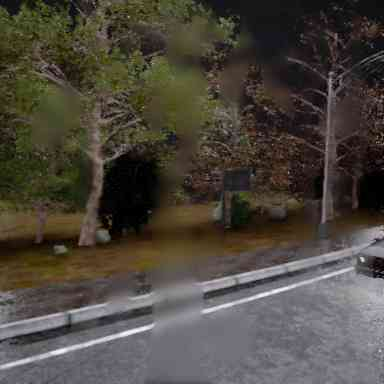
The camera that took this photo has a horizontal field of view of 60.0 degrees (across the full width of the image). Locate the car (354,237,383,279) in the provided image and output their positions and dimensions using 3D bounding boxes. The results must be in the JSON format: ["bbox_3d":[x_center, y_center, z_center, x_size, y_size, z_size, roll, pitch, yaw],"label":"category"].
[{"bbox_3d":[6.529,1.534,9.171,5.357,1.411,2.033,0,0,-40],"label":"car"}]
